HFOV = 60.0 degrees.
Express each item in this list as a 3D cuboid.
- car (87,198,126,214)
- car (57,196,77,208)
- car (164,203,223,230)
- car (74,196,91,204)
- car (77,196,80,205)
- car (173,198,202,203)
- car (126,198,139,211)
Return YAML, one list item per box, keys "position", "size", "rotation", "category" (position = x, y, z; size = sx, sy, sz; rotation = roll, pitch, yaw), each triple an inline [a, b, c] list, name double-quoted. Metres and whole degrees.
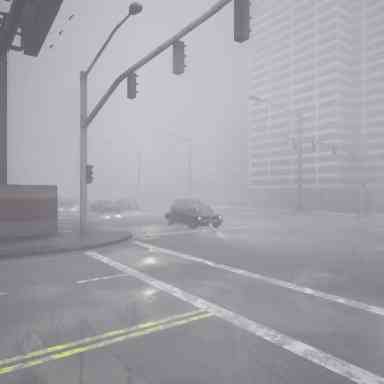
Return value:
- position: [-9.256, 1.548, 35.249]
  size: [2.033, 1.411, 5.357]
  rotation: [0, 0, -35]
  category: "car"
- position: [-18.924, 1.478, 49.004]
  size: [1.882, 1.535, 5.008]
  rotation: [0, 0, -35]
  category: "car"
- position: [0.014, 1.601, 21.406]
  size: [1.895, 1.301, 4.718]
  rotation: [0, 0, -30]
  category: "car"
- position: [-21.536, 1.526, 65.115]
  size: [1.812, 1.442, 4.674]
  rotation: [0, 0, -35]
  category: "car"
- position: [-19.877, 1.493, 56.515]
  size: [2.128, 1.511, 4.902]
  rotation: [0, 0, -35]
  category: "car"
- position: [-0.072, 1.352, 28.306]
  size: [2.097, 1.767, 4.553]
  rotation: [0, 0, -35]
  category: "car"
- position: [-7.991, 1.490, 39.525]
  size: [2.128, 1.511, 4.902]
  rotation: [0, 0, -35]
  category: "car"
